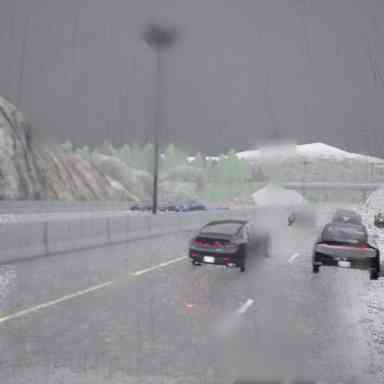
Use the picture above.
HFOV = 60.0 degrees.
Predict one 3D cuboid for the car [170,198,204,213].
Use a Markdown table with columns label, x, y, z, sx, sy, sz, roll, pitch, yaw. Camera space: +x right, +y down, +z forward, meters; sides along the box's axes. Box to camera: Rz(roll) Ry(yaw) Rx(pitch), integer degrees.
| label | x | y | z | sx | sy | sz | roll | pitch | yaw |
| --- | --- | --- | --- | --- | --- | --- | --- | --- | --- |
| car | -0.110 | 1.822 | 41.604 | 2.150 | 2.045 | 5.566 | 2 | -1 | 25 |

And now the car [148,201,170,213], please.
| label | x | y | z | sx | sy | sz | roll | pitch | yaw |
| --- | --- | --- | --- | --- | --- | --- | --- | --- | --- |
| car | -3.277 | 1.954 | 43.105 | 1.837 | 1.490 | 4.892 | 2 | -1 | 25 |

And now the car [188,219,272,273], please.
| label | x | y | z | sx | sy | sz | roll | pitch | yaw |
| --- | --- | --- | --- | --- | --- | --- | --- | --- | --- |
| car | 1.512 | 1.716 | 11.672 | 1.837 | 1.490 | 4.892 | 2 | 0 | 25 |

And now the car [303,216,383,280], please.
| label | x | y | z | sx | sy | sz | roll | pitch | yaw |
| --- | --- | --- | --- | --- | --- | --- | --- | --- | --- |
| car | 5.221 | 1.828 | 11.348 | 2.128 | 1.511 | 4.902 | 2 | -1 | 25 |

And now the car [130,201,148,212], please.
| label | x | y | z | sx | sy | sz | roll | pitch | yaw |
| --- | --- | --- | --- | --- | --- | --- | --- | --- | --- |
| car | -6.453 | 1.962 | 44.580 | 1.994 | 1.385 | 4.181 | 2 | -1 | 25 |

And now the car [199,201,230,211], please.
| label | x | y | z | sx | sy | sz | roll | pitch | yaw |
| --- | --- | --- | --- | --- | --- | --- | --- | --- | --- |
| car | 3.066 | 2.163 | 40.152 | 1.882 | 1.535 | 5.008 | 2 | -1 | 25 |

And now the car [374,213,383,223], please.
| label | x | y | z | sx | sy | sz | roll | pitch | yaw |
| --- | --- | --- | --- | --- | --- | --- | --- | --- | --- |
| car | 18.715 | 2.691 | 32.083 | 1.895 | 1.301 | 4.718 | 2 | -1 | 25 |

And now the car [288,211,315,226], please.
| label | x | y | z | sx | sy | sz | roll | pitch | yaw |
| --- | --- | --- | --- | --- | --- | --- | --- | --- | --- |
| car | 9.814 | 2.341 | 29.532 | 1.895 | 1.301 | 4.718 | 2 | -1 | 25 |

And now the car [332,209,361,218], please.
| label | x | y | z | sx | sy | sz | roll | pitch | yaw |
| --- | --- | --- | --- | --- | --- | --- | --- | --- | --- |
| car | 12.770 | 2.172 | 27.573 | 2.097 | 1.767 | 4.553 | 2 | -1 | 25 |
